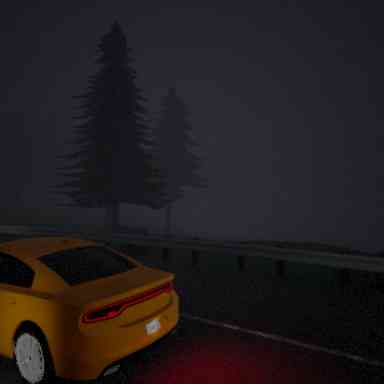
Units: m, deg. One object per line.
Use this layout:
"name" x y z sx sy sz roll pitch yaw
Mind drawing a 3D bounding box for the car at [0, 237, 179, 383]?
"car" -2.561 1.477 5.324 5.008 1.535 1.882 0 0 32
